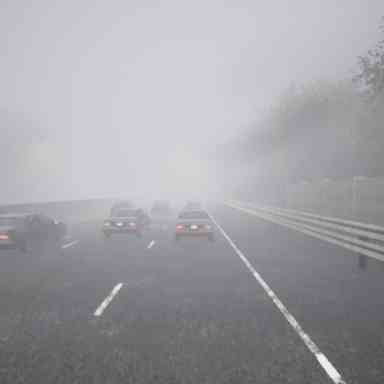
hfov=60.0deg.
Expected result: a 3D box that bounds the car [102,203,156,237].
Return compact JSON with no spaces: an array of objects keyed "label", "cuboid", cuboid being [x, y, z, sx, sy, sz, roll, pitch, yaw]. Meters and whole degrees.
[{"label":"car","cuboid":[-3.400,1.563,18.099,2.033,1.411,5.357,0,0,0]}]

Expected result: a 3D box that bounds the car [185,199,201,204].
[{"label":"car","cuboid":[0.098,1.572,40.542,1.812,1.442,4.674,0,0,0]}]

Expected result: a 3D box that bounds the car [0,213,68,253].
[{"label":"car","cuboid":[-6.897,1.558,13.607,2.033,1.411,5.357,0,0,0]}]

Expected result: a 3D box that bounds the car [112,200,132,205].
[{"label":"car","cuboid":[-6.904,1.540,33.566,1.837,1.490,4.892,0,0,0]}]

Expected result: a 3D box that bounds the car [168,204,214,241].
[{"label":"car","cuboid":[0.098,1.562,16.835,2.033,1.411,5.357,0,0,0]}]

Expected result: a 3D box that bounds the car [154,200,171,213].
[{"label":"car","cuboid":[-3.399,1.588,37.154,2.033,1.411,5.357,0,0,0]}]
